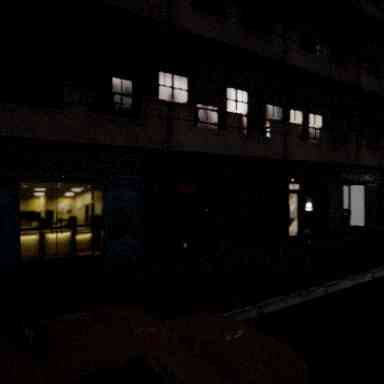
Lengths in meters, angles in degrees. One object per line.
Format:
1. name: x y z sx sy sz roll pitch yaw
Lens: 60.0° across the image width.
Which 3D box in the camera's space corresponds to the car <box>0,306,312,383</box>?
1. car: -1.236 1.519 1.997 4.829 1.417 1.752 -1 1 -35
